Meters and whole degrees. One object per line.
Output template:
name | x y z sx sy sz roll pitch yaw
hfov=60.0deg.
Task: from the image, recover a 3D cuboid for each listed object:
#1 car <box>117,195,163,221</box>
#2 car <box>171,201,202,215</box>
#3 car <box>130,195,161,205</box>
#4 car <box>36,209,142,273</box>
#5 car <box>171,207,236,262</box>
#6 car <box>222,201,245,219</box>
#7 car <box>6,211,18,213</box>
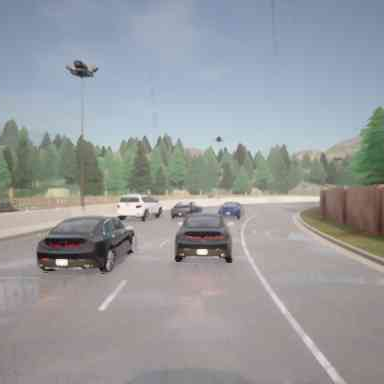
car | -4.183 1.248 27.370 2.150 2.045 5.566 0 0 13
car | -0.353 1.519 28.104 2.128 1.511 4.902 0 0 14
car | -7.054 1.205 51.132 2.033 1.411 5.357 0 0 26
car | -3.122 1.515 10.728 1.837 1.490 4.892 0 0 3
car | 0.494 1.517 12.225 1.837 1.490 4.892 0 0 4
car | 3.520 1.555 29.168 1.812 1.442 4.674 0 0 15
car | -12.816 1.371 20.374 2.097 1.767 4.553 0 0 9
